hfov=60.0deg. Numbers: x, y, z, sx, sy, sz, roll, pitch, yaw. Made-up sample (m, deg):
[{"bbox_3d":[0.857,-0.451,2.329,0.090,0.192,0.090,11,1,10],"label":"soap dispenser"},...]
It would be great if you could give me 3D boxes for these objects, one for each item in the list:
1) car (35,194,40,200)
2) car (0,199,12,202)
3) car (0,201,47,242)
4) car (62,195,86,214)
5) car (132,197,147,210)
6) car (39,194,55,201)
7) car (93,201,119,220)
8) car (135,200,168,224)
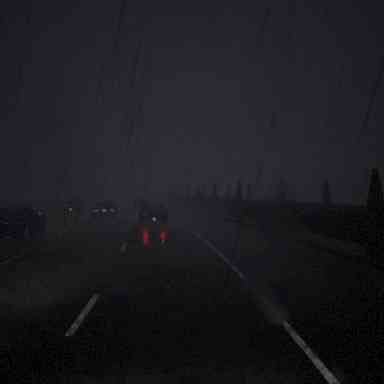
[{"bbox_3d":[-35.766,1.255,79.003,1.994,1.385,4.181,0,0,-12],"label":"car"},{"bbox_3d":[-19.368,1.438,33.937,1.812,1.442,4.674,0,0,-12],"label":"car"},{"bbox_3d":[-8.514,1.434,16.016,1.882,1.535,5.008,0,0,-9],"label":"car"},{"bbox_3d":[-12.042,1.398,34.005,1.837,1.490,4.892,0,0,-12],"label":"car"},{"bbox_3d":[-6.212,1.359,40.386,1.837,1.490,4.892,0,1,-12],"label":"car"},{"bbox_3d":[-30.509,1.316,70.888,1.812,1.442,4.674,0,0,-12],"label":"car"},{"bbox_3d":[-7.153,1.454,27.652,2.033,1.411,5.357,0,0,-12],"label":"car"},{"bbox_3d":[-2.912,1.511,24.222,1.895,1.301,4.718,0,0,-11],"label":"car"}]
